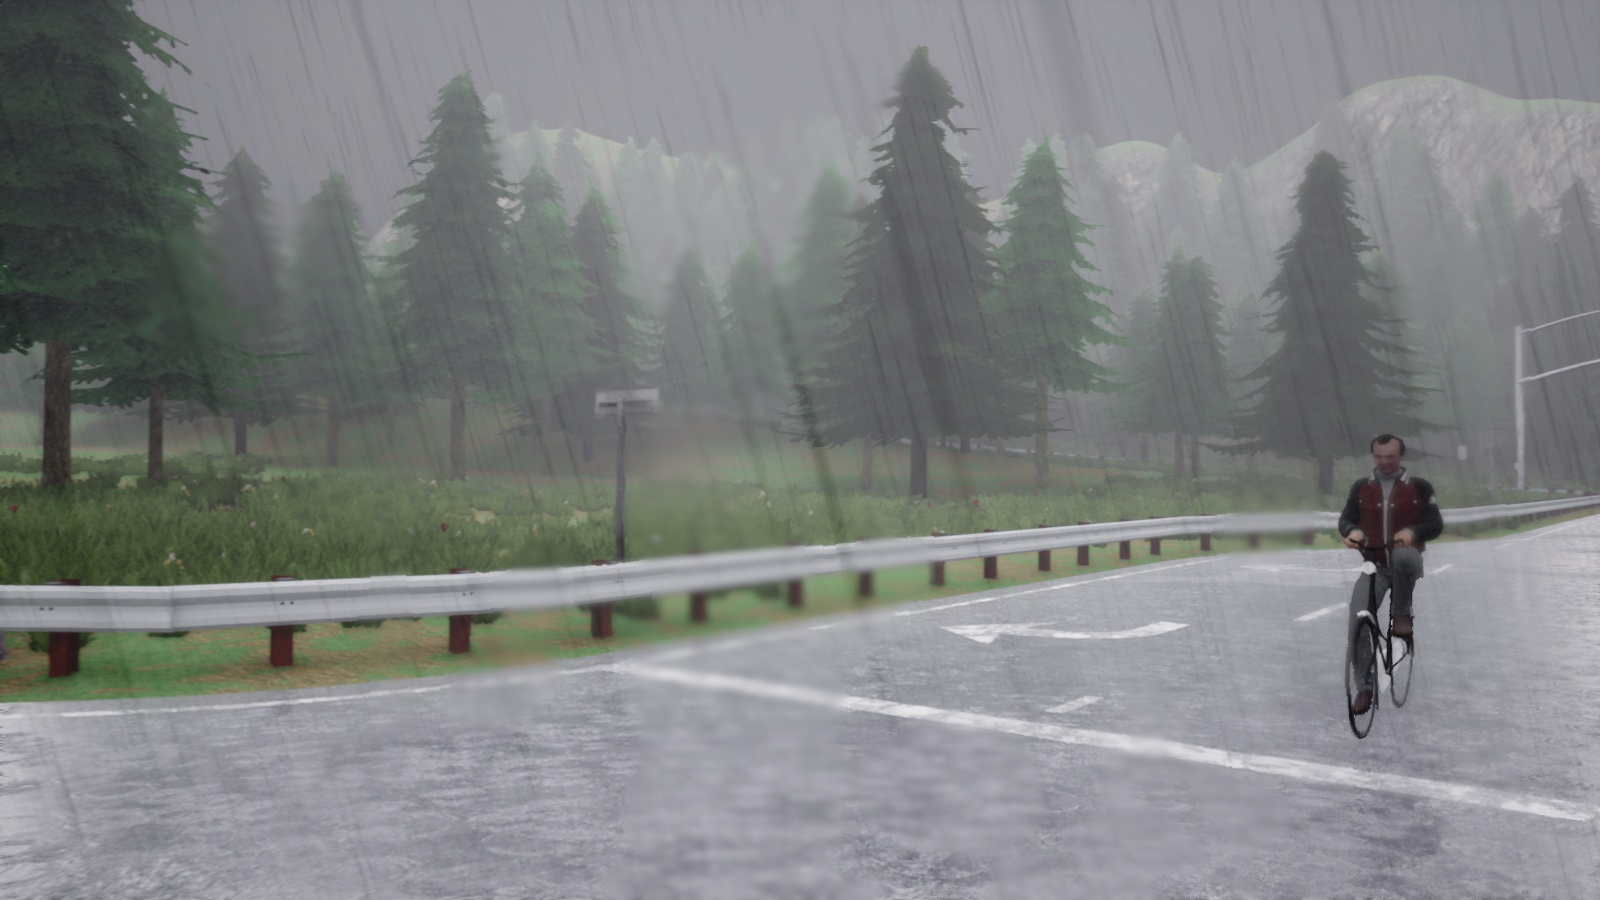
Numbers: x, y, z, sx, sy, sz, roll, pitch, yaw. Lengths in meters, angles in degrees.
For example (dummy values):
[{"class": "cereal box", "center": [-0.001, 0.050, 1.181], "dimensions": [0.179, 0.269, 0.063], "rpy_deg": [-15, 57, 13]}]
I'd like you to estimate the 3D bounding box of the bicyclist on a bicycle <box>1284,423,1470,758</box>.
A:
[{"class": "bicyclist on a bicycle", "center": [3.529, 0.758, 7.598], "dimensions": [0.659, 1.776, 1.843], "rpy_deg": [-1, -1, 36]}]
